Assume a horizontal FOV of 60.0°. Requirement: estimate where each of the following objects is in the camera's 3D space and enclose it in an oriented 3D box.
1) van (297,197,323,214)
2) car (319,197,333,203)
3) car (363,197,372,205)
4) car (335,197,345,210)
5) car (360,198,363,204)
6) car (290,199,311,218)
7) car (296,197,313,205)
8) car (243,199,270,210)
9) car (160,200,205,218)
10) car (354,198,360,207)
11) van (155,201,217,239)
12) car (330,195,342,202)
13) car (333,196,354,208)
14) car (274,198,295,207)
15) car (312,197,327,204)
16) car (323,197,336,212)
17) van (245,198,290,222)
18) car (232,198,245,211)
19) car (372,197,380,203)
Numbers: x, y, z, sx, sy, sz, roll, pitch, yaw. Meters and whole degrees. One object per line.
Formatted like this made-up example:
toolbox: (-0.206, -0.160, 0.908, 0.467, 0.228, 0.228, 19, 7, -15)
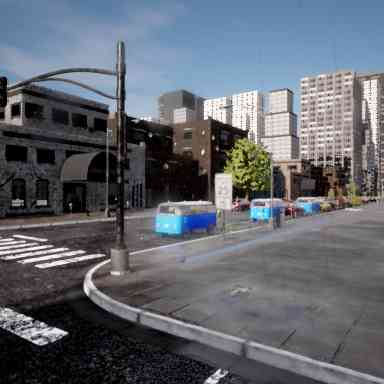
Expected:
van: (12.477, 1.469, 35.781, 1.690, 1.788, 3.998, 0, 0, 35)
car: (30.935, 1.793, 76.798, 1.947, 1.339, 4.313, 0, 0, 35)
car: (34.628, 1.810, 67.456, 1.887, 1.381, 4.507, 0, 0, 35)
car: (18.805, 1.730, 44.831, 1.947, 1.339, 4.313, 0, 0, 35)
car: (28.397, 1.749, 58.546, 1.752, 1.417, 4.829, 0, 0, 35)
car: (9.311, 1.656, 31.256, 1.887, 1.381, 4.507, 0, 0, 35)
car: (21.442, 1.706, 63.223, 1.887, 1.381, 4.507, 0, 0, 35)
car: (8.784, 1.629, 45.125, 1.887, 1.381, 4.507, 0, 0, 35)
car: (-0.808, 1.559, 31.410, 1.752, 1.417, 4.829, 0, 0, 35)
car: (25.136, 1.517, 53.882, 2.192, 1.841, 5.009, 0, 0, 35)
van: (-0.182, 1.407, 17.682, 1.690, 1.788, 3.998, 0, 0, 35)
car: (37.265, 1.713, 85.848, 1.967, 1.590, 4.097, 0, 0, 35)
car: (21.971, 1.498, 49.357, 2.192, 1.841, 5.009, 0, 0, 35)
car: (15.113, 1.666, 54.174, 1.887, 1.381, 4.507, 0, 0, 35)
car: (27.674, 1.729, 72.134, 1.752, 1.417, 4.829, 0, 0, 35)
car: (15.738, 1.671, 40.446, 1.752, 1.417, 4.829, 0, 0, 35)
van: (6.148, 1.436, 26.732, 1.690, 1.788, 3.998, 0, 0, 35)
car: (5.620, 1.507, 40.600, 1.967, 1.590, 4.097, 0, 0, 35)
car: (44.123, 1.900, 81.031, 1.947, 1.339, 4.313, 0, 0, 35)
